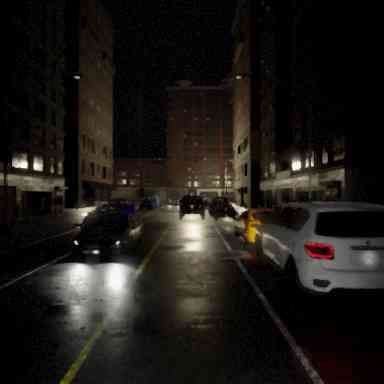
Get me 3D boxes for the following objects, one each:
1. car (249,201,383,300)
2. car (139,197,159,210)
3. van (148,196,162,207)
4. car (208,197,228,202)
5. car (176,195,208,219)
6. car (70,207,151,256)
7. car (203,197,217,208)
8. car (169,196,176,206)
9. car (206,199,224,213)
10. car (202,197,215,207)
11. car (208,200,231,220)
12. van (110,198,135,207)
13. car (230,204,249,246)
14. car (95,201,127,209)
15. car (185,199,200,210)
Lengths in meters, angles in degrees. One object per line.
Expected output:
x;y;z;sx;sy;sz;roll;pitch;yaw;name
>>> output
3.104;1.228;8.523;2.150;2.045;5.566;0;0;0;car
-5.864;1.665;44.222;1.947;1.339;4.313;1;0;0;car
-5.863;1.461;49.705;1.690;1.788;3.998;1;0;0;van
2.667;1.377;33.258;2.192;1.841;5.009;1;0;0;car
0.037;1.273;29.458;2.150;2.045;5.566;0;0;1;car
-3.104;1.561;13.399;2.033;1.411;5.357;0;0;0;car
2.661;1.561;49.706;1.967;1.590;4.097;1;0;0;car
-3.018;1.514;59.588;2.097;1.767;4.553;0;0;0;car
2.663;1.606;38.910;1.752;1.417;4.829;1;0;0;car
2.659;1.582;55.189;1.967;1.590;4.097;1;0;0;car
2.667;1.596;27.775;2.008;1.369;4.403;1;0;0;car
-5.855;1.386;27.776;1.690;1.788;3.998;1;0;0;van
3.135;1.496;15.494;1.882;1.535;5.008;0;0;0;car
-5.855;1.556;22.123;1.752;1.417;4.829;1;0;0;car
0.056;1.672;46.494;1.994;1.385;4.181;0;0;0;car
